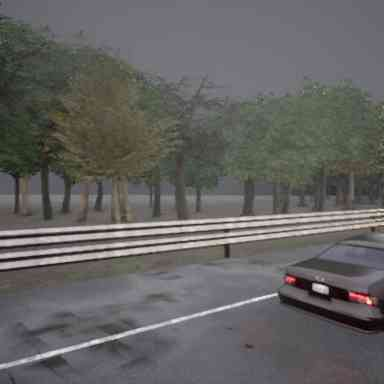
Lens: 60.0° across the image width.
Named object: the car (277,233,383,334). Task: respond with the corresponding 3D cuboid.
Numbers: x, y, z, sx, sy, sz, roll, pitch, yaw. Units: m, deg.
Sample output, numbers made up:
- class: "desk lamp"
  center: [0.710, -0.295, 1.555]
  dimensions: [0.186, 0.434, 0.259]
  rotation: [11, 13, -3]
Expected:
- class: "car"
  center: [4.059, 1.563, 6.665]
  dimensions: [5.357, 1.411, 2.033]
  rotation: [0, 0, -35]
